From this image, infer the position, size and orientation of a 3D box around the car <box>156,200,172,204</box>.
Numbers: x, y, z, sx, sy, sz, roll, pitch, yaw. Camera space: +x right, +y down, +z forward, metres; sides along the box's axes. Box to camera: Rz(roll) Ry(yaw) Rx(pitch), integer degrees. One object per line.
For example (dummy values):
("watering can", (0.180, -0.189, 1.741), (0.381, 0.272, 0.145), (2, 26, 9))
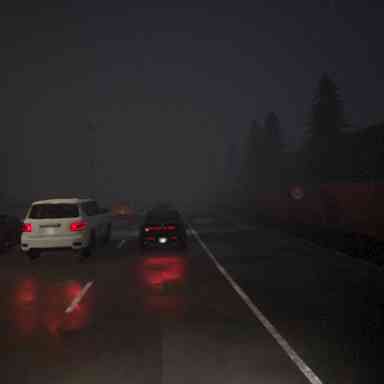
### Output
("car", (-2.535, 1.460, 30.693), (1.882, 1.535, 5.008), (-1, 0, -4))

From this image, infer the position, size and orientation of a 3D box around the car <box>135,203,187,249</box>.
("car", (-1.268, 1.499, 14.647), (1.837, 1.490, 4.892), (-1, 1, -4))

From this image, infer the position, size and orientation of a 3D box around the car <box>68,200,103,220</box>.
("car", (-9.514, 1.578, 30.153), (1.882, 1.535, 5.008), (-1, 0, -4))

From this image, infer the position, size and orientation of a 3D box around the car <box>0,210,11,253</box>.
("car", (-8.250, 1.674, 14.201), (1.994, 1.385, 4.181), (-1, 0, -4))

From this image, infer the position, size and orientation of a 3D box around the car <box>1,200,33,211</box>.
("car", (-25.073, 1.874, 47.834), (2.033, 1.411, 5.357), (-1, 0, -4))

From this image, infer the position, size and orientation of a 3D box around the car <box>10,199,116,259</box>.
("car", (-4.671, 1.276, 13.152), (2.150, 2.045, 5.566), (-1, 0, -5))

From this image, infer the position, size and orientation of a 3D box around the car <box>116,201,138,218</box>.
("car", (-6.024, 1.519, 30.414), (1.882, 1.535, 5.008), (-1, 0, -4))
